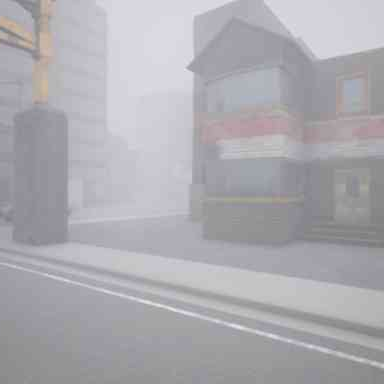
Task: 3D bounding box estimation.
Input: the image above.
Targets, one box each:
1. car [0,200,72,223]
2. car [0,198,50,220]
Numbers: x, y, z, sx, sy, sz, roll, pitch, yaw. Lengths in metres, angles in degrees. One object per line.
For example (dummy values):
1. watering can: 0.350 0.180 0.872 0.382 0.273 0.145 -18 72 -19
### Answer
1. car: -10.807 1.318 23.577 2.038 1.542 4.974 0 0 15
2. car: -14.003 1.293 26.259 4.974 1.542 2.038 0 0 -30
